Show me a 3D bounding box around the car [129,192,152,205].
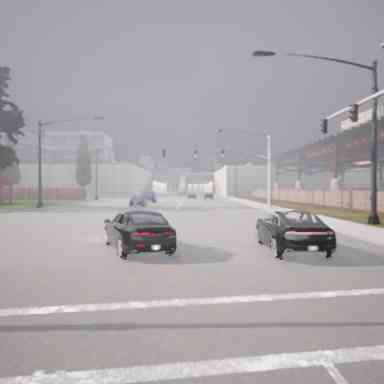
[{"bbox_3d":[-7.040,1.129,43.993,2.128,1.511,4.902,0,1,0],"label":"car"}]

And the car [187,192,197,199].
[{"bbox_3d":[-0.011,0.784,69.385,1.812,1.442,4.674,0,1,0],"label":"car"}]

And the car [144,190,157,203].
[{"bbox_3d":[-7.031,0.750,54.388,2.150,2.045,5.566,0,1,0],"label":"car"}]

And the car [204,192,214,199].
[{"bbox_3d":[3.489,0.736,69.385,1.882,1.535,5.008,0,1,0],"label":"car"}]

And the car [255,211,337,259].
[{"bbox_3d":[3.598,1.434,12.293,2.128,1.511,4.902,0,0,0],"label":"car"}]

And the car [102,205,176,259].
[{"bbox_3d":[-2.104,1.445,12.552,1.837,1.490,4.892,1,0,-24],"label":"car"}]
